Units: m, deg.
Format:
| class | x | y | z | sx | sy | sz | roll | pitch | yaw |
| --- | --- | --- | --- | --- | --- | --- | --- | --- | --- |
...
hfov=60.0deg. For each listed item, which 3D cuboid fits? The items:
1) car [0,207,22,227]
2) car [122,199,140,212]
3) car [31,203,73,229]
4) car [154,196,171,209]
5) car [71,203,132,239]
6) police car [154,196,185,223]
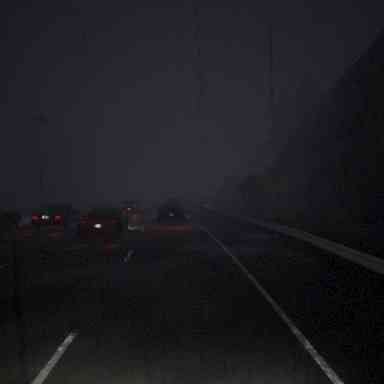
| class | x | y | z | sx | sy | sz | roll | pitch | yaw |
| --- | --- | --- | --- | --- | --- | --- | --- | --- | --- |
| car | -11.594 | 1.484 | 19.110 | 1.895 | 1.301 | 4.718 | 0 | 0 | -6 |
| car | -6.436 | 1.372 | 34.792 | 1.895 | 1.301 | 4.718 | 0 | 0 | -7 |
| car | -8.233 | 1.416 | 20.661 | 2.033 | 1.411 | 5.357 | 0 | 0 | -6 |
| car | -3.690 | 1.251 | 40.982 | 1.812 | 1.442 | 4.674 | 0 | 1 | -7 |
| car | -4.342 | 1.455 | 16.677 | 1.994 | 1.385 | 4.181 | 0 | 0 | -5 |
| police car | -1.633 | 1.262 | 24.283 | 1.930 | 1.638 | 5.238 | 0 | 1 | -7 |
